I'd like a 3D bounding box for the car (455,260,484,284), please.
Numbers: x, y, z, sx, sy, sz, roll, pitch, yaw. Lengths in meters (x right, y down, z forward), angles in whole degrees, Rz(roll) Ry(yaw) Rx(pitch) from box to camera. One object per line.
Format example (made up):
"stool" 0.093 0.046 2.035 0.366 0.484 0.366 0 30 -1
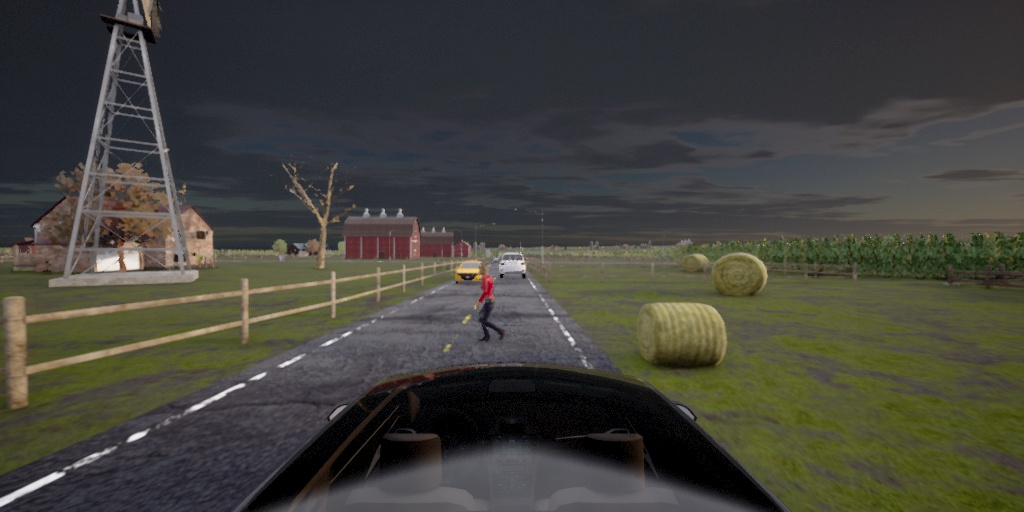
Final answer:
"car" -2.864 1.091 25.752 1.882 1.535 5.008 0 0 0

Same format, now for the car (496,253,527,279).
"car" 0.070 0.801 30.597 2.150 2.045 5.566 0 -1 0

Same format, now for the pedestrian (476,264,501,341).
"pedestrian" -0.541 1.007 8.109 0.375 1.860 0.375 -1 1 4

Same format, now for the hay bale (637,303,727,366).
"hay bale" 3.122 1.375 6.779 1.220 1.180 1.240 0 0 0
